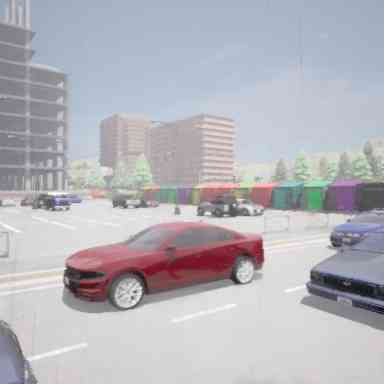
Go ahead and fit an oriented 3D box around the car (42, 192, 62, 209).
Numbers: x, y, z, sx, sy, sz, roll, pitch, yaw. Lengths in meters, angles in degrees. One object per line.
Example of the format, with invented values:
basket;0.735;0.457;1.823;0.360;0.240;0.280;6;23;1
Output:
car;-21.775;1.143;50.648;1.932;1.855;4.605;0;0;-37

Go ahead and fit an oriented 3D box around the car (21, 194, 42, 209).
car;-23.893;1.355;49.001;1.784;1.438;3.905;0;0;-37

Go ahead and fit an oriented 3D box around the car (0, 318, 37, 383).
car;-3.563;1.548;1.426;5.357;1.411;2.033;0;0;-36

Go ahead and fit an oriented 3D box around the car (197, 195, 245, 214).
car;2.205;1.149;27.898;1.905;1.878;3.866;0;0;-37

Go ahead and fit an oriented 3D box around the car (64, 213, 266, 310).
car;-0.419;1.476;7.976;5.008;1.535;1.882;0;0;-35

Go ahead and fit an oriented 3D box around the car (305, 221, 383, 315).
car;4.877;1.545;7.450;5.357;1.411;2.033;0;0;-36

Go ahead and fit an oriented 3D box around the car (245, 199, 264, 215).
car;4.530;1.387;29.624;1.970;1.475;3.806;0;0;-37

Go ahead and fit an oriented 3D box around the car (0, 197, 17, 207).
car;-26.212;1.387;47.267;1.970;1.475;3.806;0;0;-37

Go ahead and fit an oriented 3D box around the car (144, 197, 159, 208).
car;-5.950;1.353;43.598;1.784;1.438;3.905;0;0;-37

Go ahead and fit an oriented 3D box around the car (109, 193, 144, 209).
car;-8.307;1.144;41.914;1.932;1.855;4.605;0;0;-37

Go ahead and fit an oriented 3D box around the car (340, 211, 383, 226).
car;7.607;1.521;13.659;4.674;1.442;1.812;0;0;-35
